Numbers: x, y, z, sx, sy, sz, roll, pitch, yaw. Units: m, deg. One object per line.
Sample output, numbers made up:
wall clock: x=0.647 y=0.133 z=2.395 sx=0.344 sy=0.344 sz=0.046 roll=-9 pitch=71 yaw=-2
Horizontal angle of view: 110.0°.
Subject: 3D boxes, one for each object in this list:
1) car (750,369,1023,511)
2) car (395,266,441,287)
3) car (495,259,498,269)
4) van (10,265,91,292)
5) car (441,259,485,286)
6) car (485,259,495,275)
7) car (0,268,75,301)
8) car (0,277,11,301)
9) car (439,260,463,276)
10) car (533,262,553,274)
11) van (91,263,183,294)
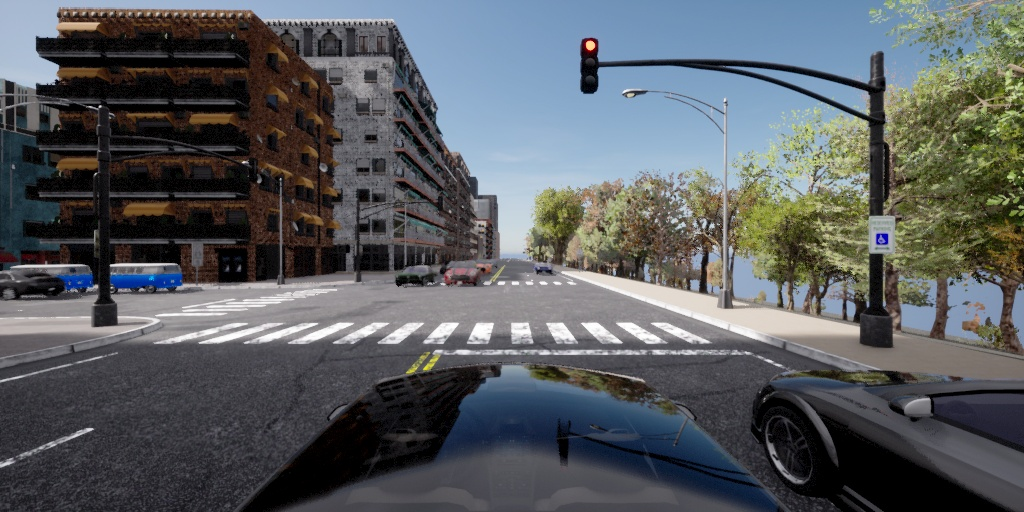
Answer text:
car: x=3.348 y=1.314 z=1.834 sx=1.994 sy=1.385 sz=4.181 roll=0 pitch=0 yaw=0
car: x=-6.582 y=1.377 z=24.961 sx=1.895 sy=1.301 sz=4.718 roll=0 pitch=1 yaw=0
car: x=-3.277 y=1.258 z=57.969 sx=2.128 sy=1.511 sz=4.902 roll=0 pitch=0 yaw=0
van: x=-28.302 y=1.425 z=21.953 sx=3.998 sy=1.789 sz=1.690 roll=0 pitch=0 yaw=-1
car: x=-3.333 y=1.119 z=25.086 sx=2.097 sy=1.767 sz=4.553 roll=0 pitch=0 yaw=0
car: x=-3.315 y=1.108 z=38.746 sx=2.097 sy=1.767 sz=4.553 roll=0 pitch=0 yaw=0
car: x=-27.340 y=1.586 z=19.375 sx=4.892 sy=1.490 sz=1.837 roll=-1 pitch=0 yaw=-1
car: x=-22.622 y=1.624 z=13.677 sx=4.207 sy=1.307 sz=1.802 roll=0 pitch=0 yaw=-1
car: x=-6.565 y=1.260 z=39.109 sx=1.837 sy=1.490 sz=4.892 roll=0 pitch=0 yaw=0
car: x=3.388 y=1.356 z=40.049 sx=1.895 sy=1.301 sz=4.718 roll=0 pitch=0 yaw=0
van: x=-22.701 y=1.351 z=22.024 sx=3.998 sy=1.789 sz=1.690 roll=0 pitch=0 yaw=-1
